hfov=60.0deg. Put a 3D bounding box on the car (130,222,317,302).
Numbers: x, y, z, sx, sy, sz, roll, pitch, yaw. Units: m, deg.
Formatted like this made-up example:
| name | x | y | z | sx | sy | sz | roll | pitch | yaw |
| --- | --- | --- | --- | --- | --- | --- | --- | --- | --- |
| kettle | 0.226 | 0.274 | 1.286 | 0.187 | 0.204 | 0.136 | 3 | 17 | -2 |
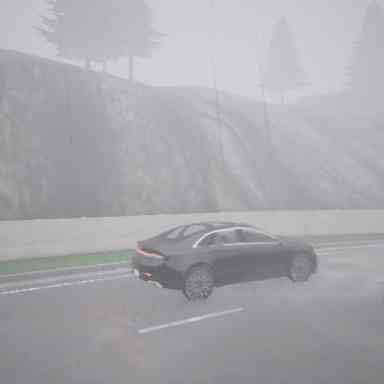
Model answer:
| name | x | y | z | sx | sy | sz | roll | pitch | yaw |
| --- | --- | --- | --- | --- | --- | --- | --- | --- | --- |
| car | 0.942 | 1.491 | 8.195 | 4.902 | 1.511 | 2.128 | 0 | 0 | -29 |
